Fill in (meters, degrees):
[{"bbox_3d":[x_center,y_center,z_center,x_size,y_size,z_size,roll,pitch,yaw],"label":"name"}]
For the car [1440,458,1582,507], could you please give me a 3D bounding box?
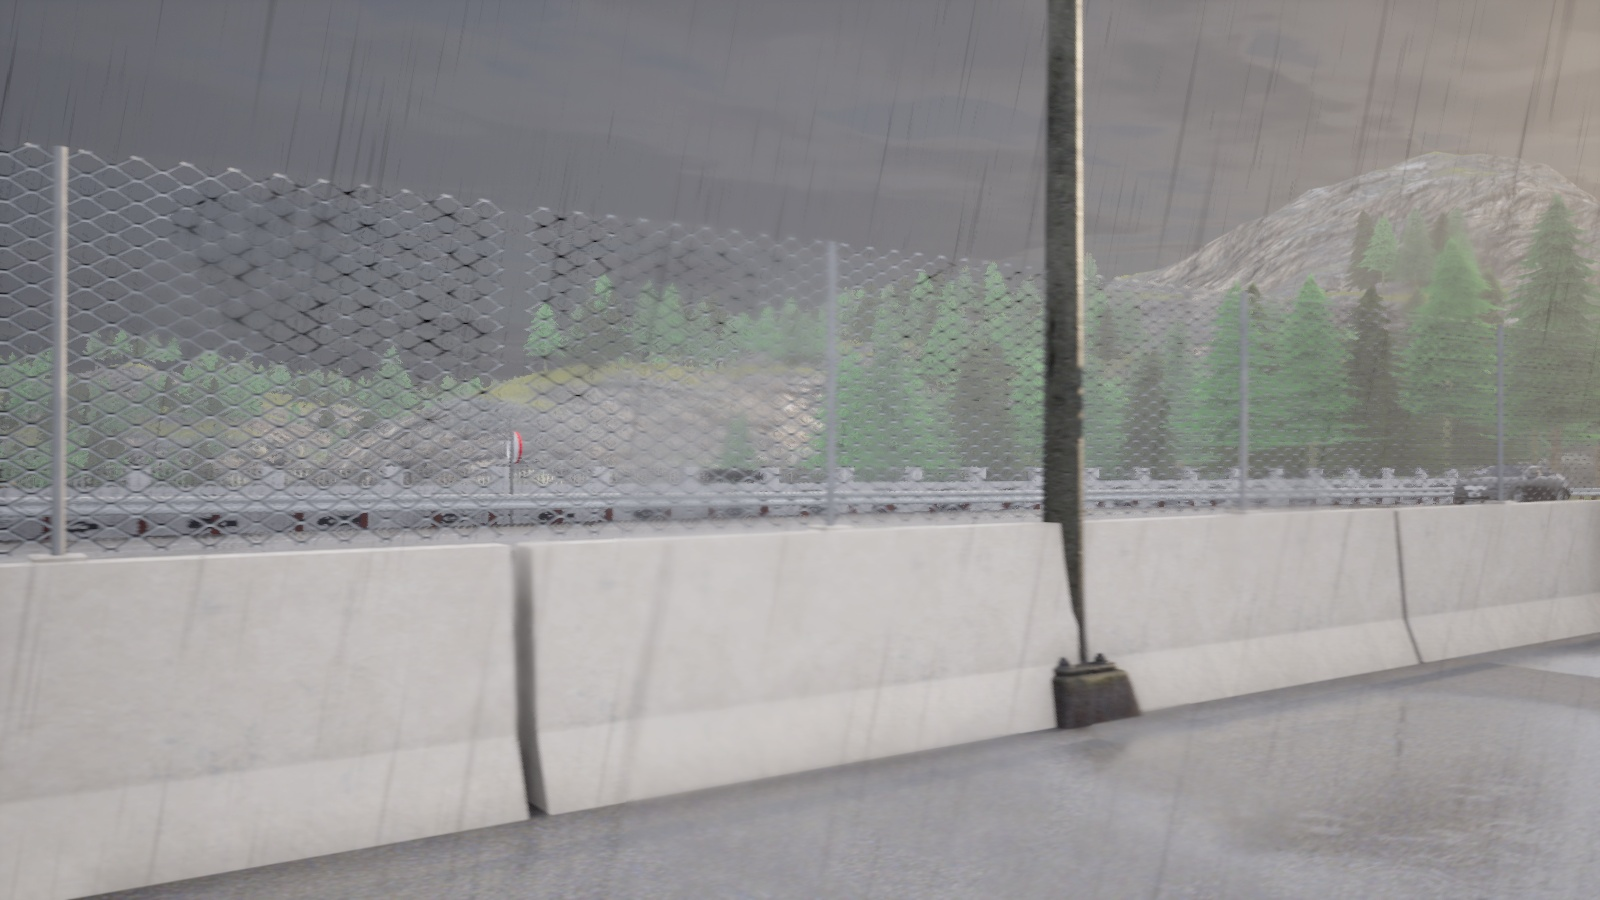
[{"bbox_3d":[23.380,1.057,41.253,4.902,1.511,2.128,1,-1,-35],"label":"car"}]
